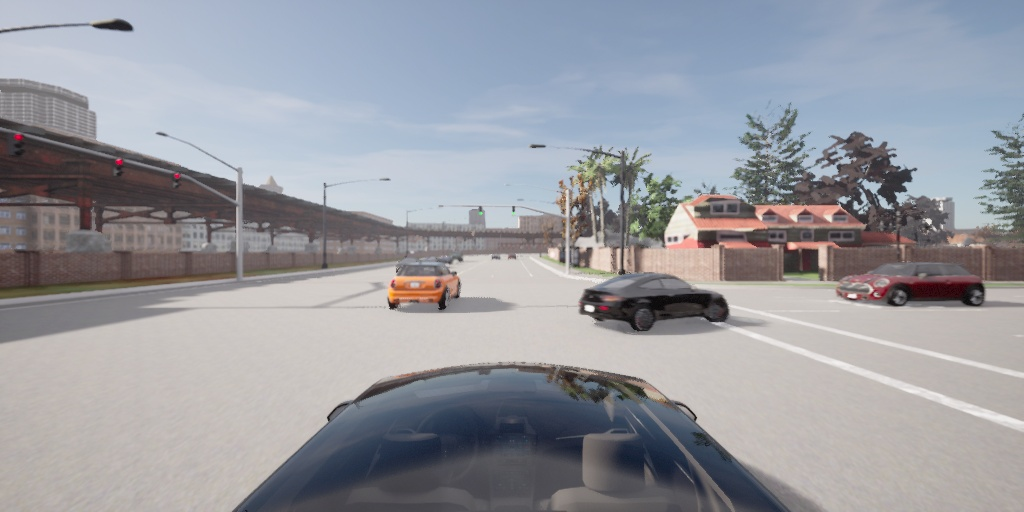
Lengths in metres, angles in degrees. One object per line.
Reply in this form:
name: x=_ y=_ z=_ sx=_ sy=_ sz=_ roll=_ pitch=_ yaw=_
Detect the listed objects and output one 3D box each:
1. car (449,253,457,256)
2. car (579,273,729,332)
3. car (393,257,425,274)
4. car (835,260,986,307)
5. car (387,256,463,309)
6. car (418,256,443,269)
car: x=-10.483 y=0.640 z=56.712 sx=1.994 sy=1.385 sz=4.181 roll=0 pitch=1 yaw=0
car: x=4.157 y=1.219 z=10.478 sx=4.674 sy=1.442 sz=1.812 roll=0 pitch=-1 yaw=-25
car: x=-10.578 y=0.919 z=37.250 sx=1.882 sy=1.535 sz=5.008 roll=0 pitch=1 yaw=0
car: x=16.088 y=1.040 z=14.661 sx=4.553 sy=1.767 sz=2.097 roll=0 pitch=0 yaw=-1
car: x=-3.397 y=1.023 z=14.675 sx=2.097 sy=1.767 sz=4.553 roll=0 pitch=0 yaw=0
car: x=-10.522 y=0.775 z=46.755 sx=2.128 sy=1.511 sz=4.902 roll=0 pitch=1 yaw=1
